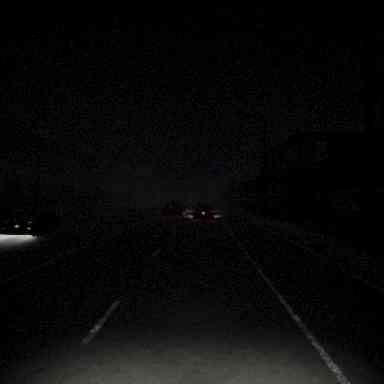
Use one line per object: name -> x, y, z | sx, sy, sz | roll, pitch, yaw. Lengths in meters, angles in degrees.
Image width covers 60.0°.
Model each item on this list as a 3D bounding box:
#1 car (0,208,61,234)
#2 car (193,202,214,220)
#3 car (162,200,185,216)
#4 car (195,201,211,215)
car -> -9.942, 1.790, 20.982 | 1.994, 1.385, 4.181 | 0, -1, 2
car -> 1.069, 1.918, 31.911 | 1.994, 1.385, 4.181 | 0, -1, 1
car -> -2.247, 1.781, 38.665 | 2.097, 1.767, 4.553 | 0, -1, 2
car -> 1.376, 1.973, 41.892 | 1.837, 1.490, 4.892 | 0, -1, 2
